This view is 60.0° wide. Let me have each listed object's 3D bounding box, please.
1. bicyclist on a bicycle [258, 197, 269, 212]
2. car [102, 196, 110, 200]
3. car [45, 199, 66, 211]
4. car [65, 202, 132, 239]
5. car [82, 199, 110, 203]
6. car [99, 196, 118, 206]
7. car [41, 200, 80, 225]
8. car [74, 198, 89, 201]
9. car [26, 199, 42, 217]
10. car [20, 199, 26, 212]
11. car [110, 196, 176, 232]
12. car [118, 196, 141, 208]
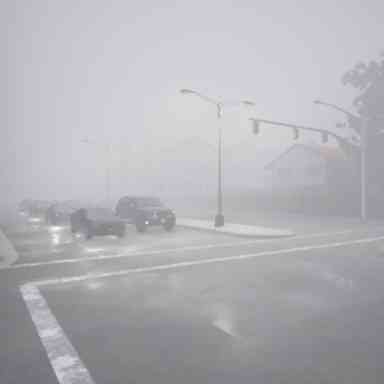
[{"bbox_3d":[7.860,1.401,36.562,1.656,1.620,0.582,0,0,-33],"label":"bicyclist on a bicycle"},{"bbox_3d":[-13.081,1.725,51.885,1.812,1.442,4.674,0,0,-32],"label":"car"},{"bbox_3d":[-18.793,1.757,45.773,1.994,1.385,4.181,0,0,-32],"label":"car"},{"bbox_3d":[-5.220,1.550,18.085,1.882,1.535,5.008,0,0,-32],"label":"car"},{"bbox_3d":[-8.409,1.642,29.567,1.812,1.442,4.674,0,0,-33],"label":"car"},{"bbox_3d":[-15.575,1.590,62.152,2.097,1.767,4.553,0,0,-33],"label":"car"},{"bbox_3d":[-10.103,1.634,25.720,1.812,1.442,4.674,0,0,-33],"label":"car"},{"bbox_3d":[-13.409,1.658,37.333,1.837,1.490,4.892,0,0,-32],"label":"car"},{"bbox_3d":[-15.157,1.623,33.575,1.882,1.535,5.008,0,0,-33],"label":"car"},{"bbox_3d":[-20.629,1.690,42.133,1.837,1.490,4.892,0,0,-32],"label":"car"},{"bbox_3d":[-3.130,1.299,21.350,2.150,2.045,5.566,0,0,-33],"label":"car"},{"bbox_3d":[-10.170,1.550,53.739,2.097,1.767,4.553,0,0,-33],"label":"car"}]
